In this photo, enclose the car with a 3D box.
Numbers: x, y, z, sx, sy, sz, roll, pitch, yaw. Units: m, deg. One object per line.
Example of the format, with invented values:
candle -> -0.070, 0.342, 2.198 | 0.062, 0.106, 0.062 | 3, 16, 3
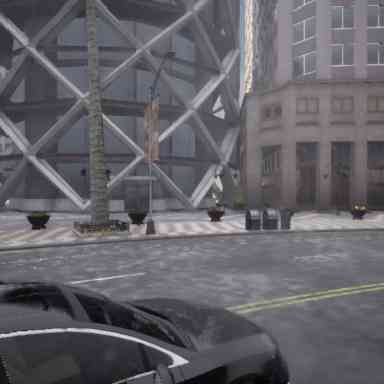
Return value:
car -> -1.324, 1.505, 2.535 | 4.892, 1.490, 1.837 | 0, 0, -35
